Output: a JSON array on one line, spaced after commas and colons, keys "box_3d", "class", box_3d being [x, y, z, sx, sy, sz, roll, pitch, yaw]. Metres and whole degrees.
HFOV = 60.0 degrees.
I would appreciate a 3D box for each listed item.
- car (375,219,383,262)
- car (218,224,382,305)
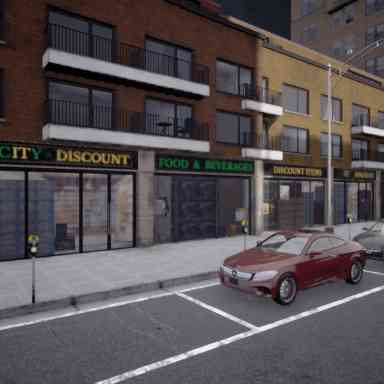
[{"box_3d": [7.051, 1.551, 11.202, 4.403, 1.369, 2.008, 0, 0, -35], "class": "car"}, {"box_3d": [2.554, 1.582, 8.002, 4.206, 1.307, 1.802, 0, 0, -35], "class": "car"}]
